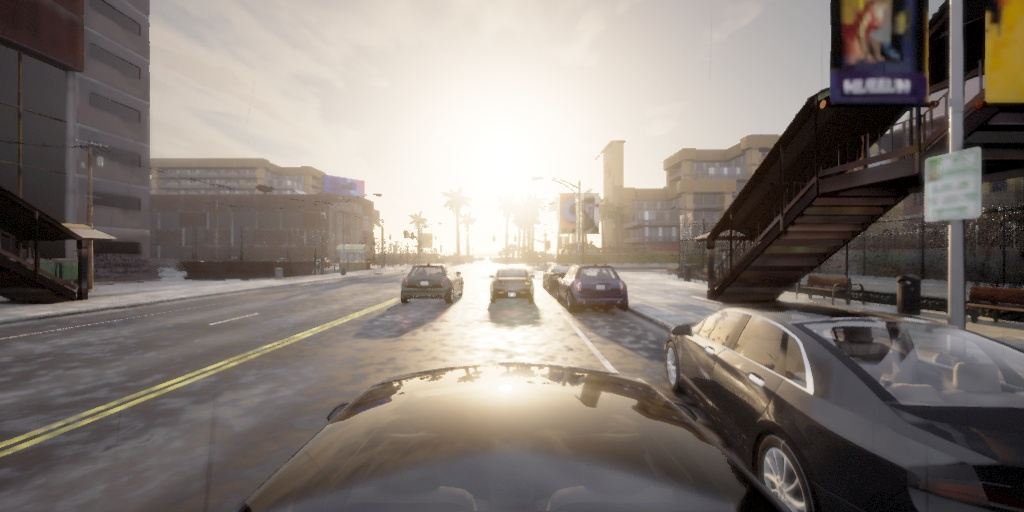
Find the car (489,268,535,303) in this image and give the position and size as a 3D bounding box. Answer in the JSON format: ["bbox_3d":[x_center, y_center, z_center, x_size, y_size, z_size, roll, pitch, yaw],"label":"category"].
[{"bbox_3d":[0.000,1.263,16.497,1.837,1.490,4.892,0,0,0],"label":"car"}]

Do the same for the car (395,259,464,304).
[{"bbox_3d":[-3.500,1.113,16.467,2.097,1.767,4.553,0,0,0],"label":"car"}]
